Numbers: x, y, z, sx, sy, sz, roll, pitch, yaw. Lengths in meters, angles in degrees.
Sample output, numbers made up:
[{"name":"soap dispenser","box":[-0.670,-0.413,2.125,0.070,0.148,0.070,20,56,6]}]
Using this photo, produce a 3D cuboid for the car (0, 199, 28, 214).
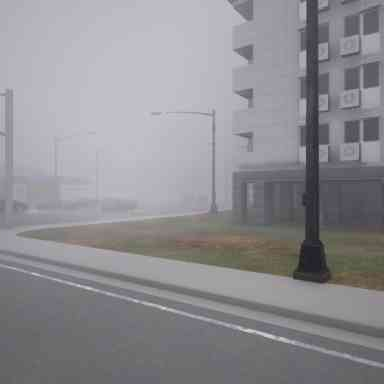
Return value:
[{"name":"car","box":[-19.348,1.478,33.714,1.882,1.535,5.008,0,0,36]}]

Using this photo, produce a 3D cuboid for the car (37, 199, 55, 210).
[{"name":"car","box":[-17.560,1.564,42.491,1.994,1.385,4.181,0,0,31]}]

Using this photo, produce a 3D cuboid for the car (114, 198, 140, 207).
[{"name":"car","box":[-9.911,1.601,50.860,1.895,1.301,4.718,0,0,16]}]

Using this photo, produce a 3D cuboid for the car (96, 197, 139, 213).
[{"name":"car","box":[-8.164,1.564,37.337,1.994,1.385,4.181,0,0,31]}]

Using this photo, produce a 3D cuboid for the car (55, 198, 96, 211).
[{"name":"car","box":[-14.045,1.491,41.572,2.128,1.511,4.902,0,0,30]}]

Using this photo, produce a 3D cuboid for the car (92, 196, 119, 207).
[{"name":"car","box":[-13.337,1.478,51.662,1.882,1.535,5.008,0,0,16]}]

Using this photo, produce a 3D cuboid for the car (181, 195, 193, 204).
[{"name":"car","box":[-0.979,1.351,64.882,2.097,1.767,4.553,0,0,-1]}]

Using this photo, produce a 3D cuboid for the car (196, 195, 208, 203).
[{"name":"car","box":[2.049,1.353,69.977,2.097,1.767,4.553,0,0,-8]}]
